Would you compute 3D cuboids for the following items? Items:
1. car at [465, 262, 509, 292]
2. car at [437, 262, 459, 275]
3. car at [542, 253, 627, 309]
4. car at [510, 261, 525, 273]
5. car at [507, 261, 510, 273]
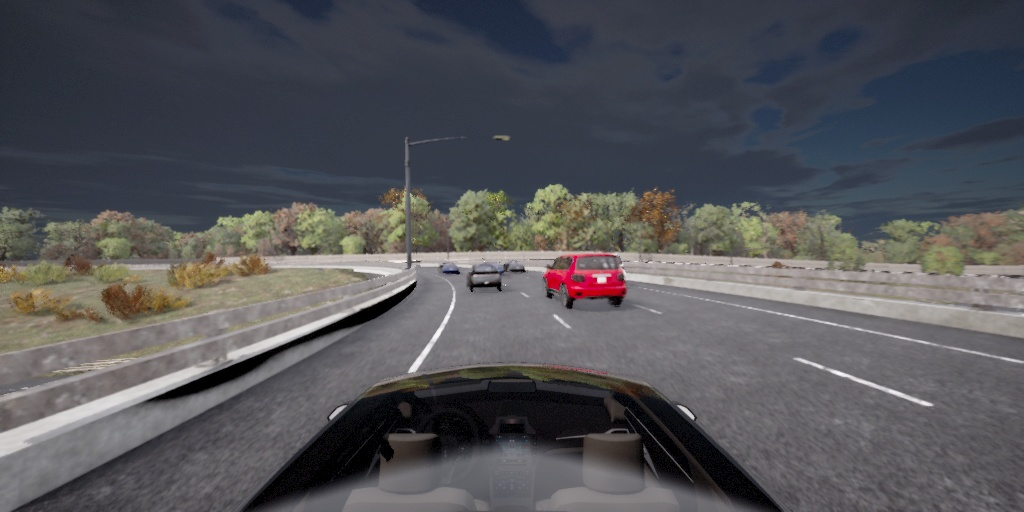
[{"bbox_3d":[-1.756,1.246,21.587,2.128,1.511,4.902,-1,0,-10],"label":"car"},{"bbox_3d":[-7.374,1.395,41.249,1.994,1.385,4.181,-1,0,-21],"label":"car"},{"bbox_3d":[2.773,0.900,14.907,2.150,2.045,5.566,-1,0,-7],"label":"car"},{"bbox_3d":[-0.025,1.255,41.556,1.994,1.385,4.181,-1,0,-20],"label":"car"},{"bbox_3d":[-2.278,1.287,37.577,2.033,1.411,5.357,-1,0,-18],"label":"car"}]
